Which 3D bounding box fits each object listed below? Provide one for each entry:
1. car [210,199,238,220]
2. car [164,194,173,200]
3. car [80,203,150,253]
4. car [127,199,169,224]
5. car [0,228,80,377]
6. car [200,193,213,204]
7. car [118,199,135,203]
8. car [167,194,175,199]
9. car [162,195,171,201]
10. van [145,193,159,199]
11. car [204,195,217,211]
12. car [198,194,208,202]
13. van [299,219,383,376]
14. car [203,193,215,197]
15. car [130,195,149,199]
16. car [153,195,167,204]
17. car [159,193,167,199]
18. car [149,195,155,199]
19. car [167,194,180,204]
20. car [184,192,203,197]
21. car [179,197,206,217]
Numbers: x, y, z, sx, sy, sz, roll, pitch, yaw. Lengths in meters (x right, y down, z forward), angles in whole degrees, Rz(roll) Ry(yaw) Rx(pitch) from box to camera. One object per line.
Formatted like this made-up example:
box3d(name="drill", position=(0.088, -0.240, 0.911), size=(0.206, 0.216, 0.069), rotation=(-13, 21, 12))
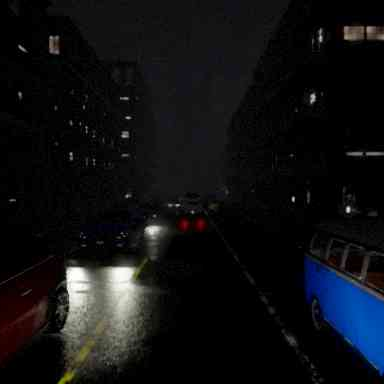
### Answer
box3d(name="car", position=(2.646, 1.489, 26.520), size=(1.802, 1.307, 4.206), rotation=(-1, 0, 0))
box3d(name="car", position=(-5.814, 1.303, 82.557), size=(1.802, 1.307, 4.206), rotation=(-1, 0, 0))
box3d(name="car", position=(-3.113, 1.431, 13.742), size=(1.882, 1.535, 5.008), rotation=(0, 0, 0))
box3d(name="car", position=(-3.083, 1.464, 24.265), size=(2.033, 1.411, 5.357), rotation=(0, 0, 1))
box3d(name="car", position=(-3.101, 1.340, 3.697), size=(2.097, 1.767, 4.553), rotation=(0, 0, 0))
box3d(name="car", position=(2.595, 1.108, 60.131), size=(2.192, 1.841, 5.009), rotation=(-1, 0, 0))
box3d(name="car", position=(-5.701, 1.492, 26.537), size=(1.802, 1.307, 4.206), rotation=(-1, 0, 0))
box3d(name="car", position=(-5.829, 1.235, 93.761), size=(2.008, 1.369, 4.403), rotation=(-1, 0, 0))
box3d(name="car", position=(-5.806, 1.321, 76.955), size=(1.802, 1.307, 4.206), rotation=(-1, 0, 0))
box3d(name="van", position=(-5.728, 1.194, 43.342), size=(1.690, 1.788, 3.998), rotation=(-1, 0, 0))
box3d(name="car", position=(2.629, 1.394, 37.894), size=(1.752, 1.417, 4.829), rotation=(-1, 0, 0))
box3d(name="car", position=(2.263, 1.234, 70.967), size=(1.882, 1.535, 5.008), rotation=(0, 0, 0))
box3d(name="van", position=(2.675, 1.326, 4.111), size=(1.690, 1.788, 3.998), rotation=(-1, 0, 0))
box3d(name="car", position=(2.611, 1.146, 48.927), size=(2.192, 1.841, 5.009), rotation=(-1, 0, 0))
box3d(name="car", position=(-5.711, 1.331, 32.138), size=(1.967, 1.590, 4.097), rotation=(-1, 0, 0))
box3d(name="car", position=(-5.789, 1.346, 60.149), size=(2.008, 1.369, 4.403), rotation=(-1, 0, 0))
box3d(name="car", position=(-5.768, 1.130, 54.546), size=(2.192, 1.841, 5.009), rotation=(-1, 0, 0))
box3d(name="car", position=(-5.718, 1.422, 37.741), size=(2.008, 1.369, 4.403), rotation=(-1, 0, 0))
box3d(name="car", position=(-3.127, 1.350, 57.803), size=(2.033, 1.411, 5.357), rotation=(0, 0, 1))
box3d(name="car", position=(0.041, 1.066, 45.709), size=(2.150, 2.045, 5.566), rotation=(0, 1, 0))
box3d(name="car", position=(0.066, 1.423, 29.529), size=(1.812, 1.442, 4.674), rotation=(0, 0, 0))
